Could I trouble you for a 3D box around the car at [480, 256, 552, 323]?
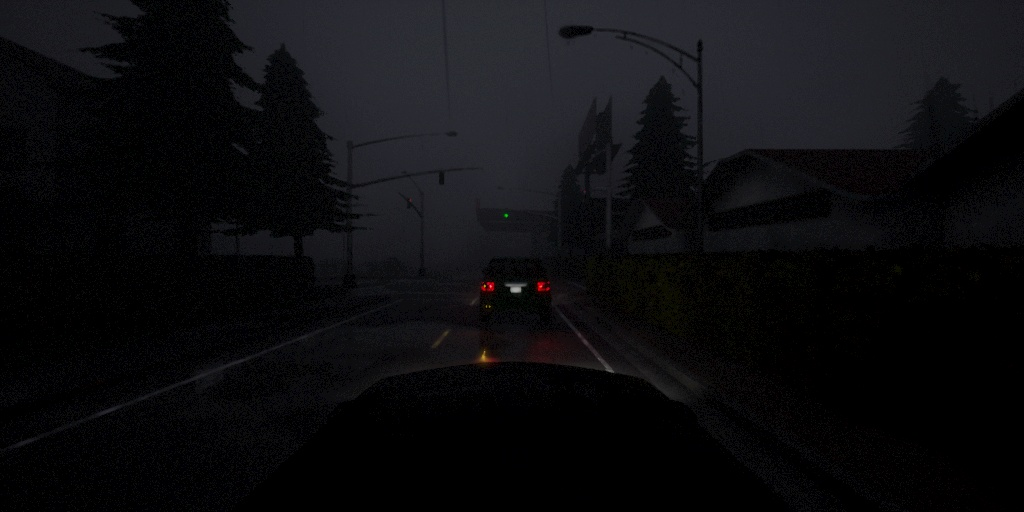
[{"bbox_3d":[0.108,1.041,12.577,2.150,2.045,5.566,0,0,0],"label":"car"}]
